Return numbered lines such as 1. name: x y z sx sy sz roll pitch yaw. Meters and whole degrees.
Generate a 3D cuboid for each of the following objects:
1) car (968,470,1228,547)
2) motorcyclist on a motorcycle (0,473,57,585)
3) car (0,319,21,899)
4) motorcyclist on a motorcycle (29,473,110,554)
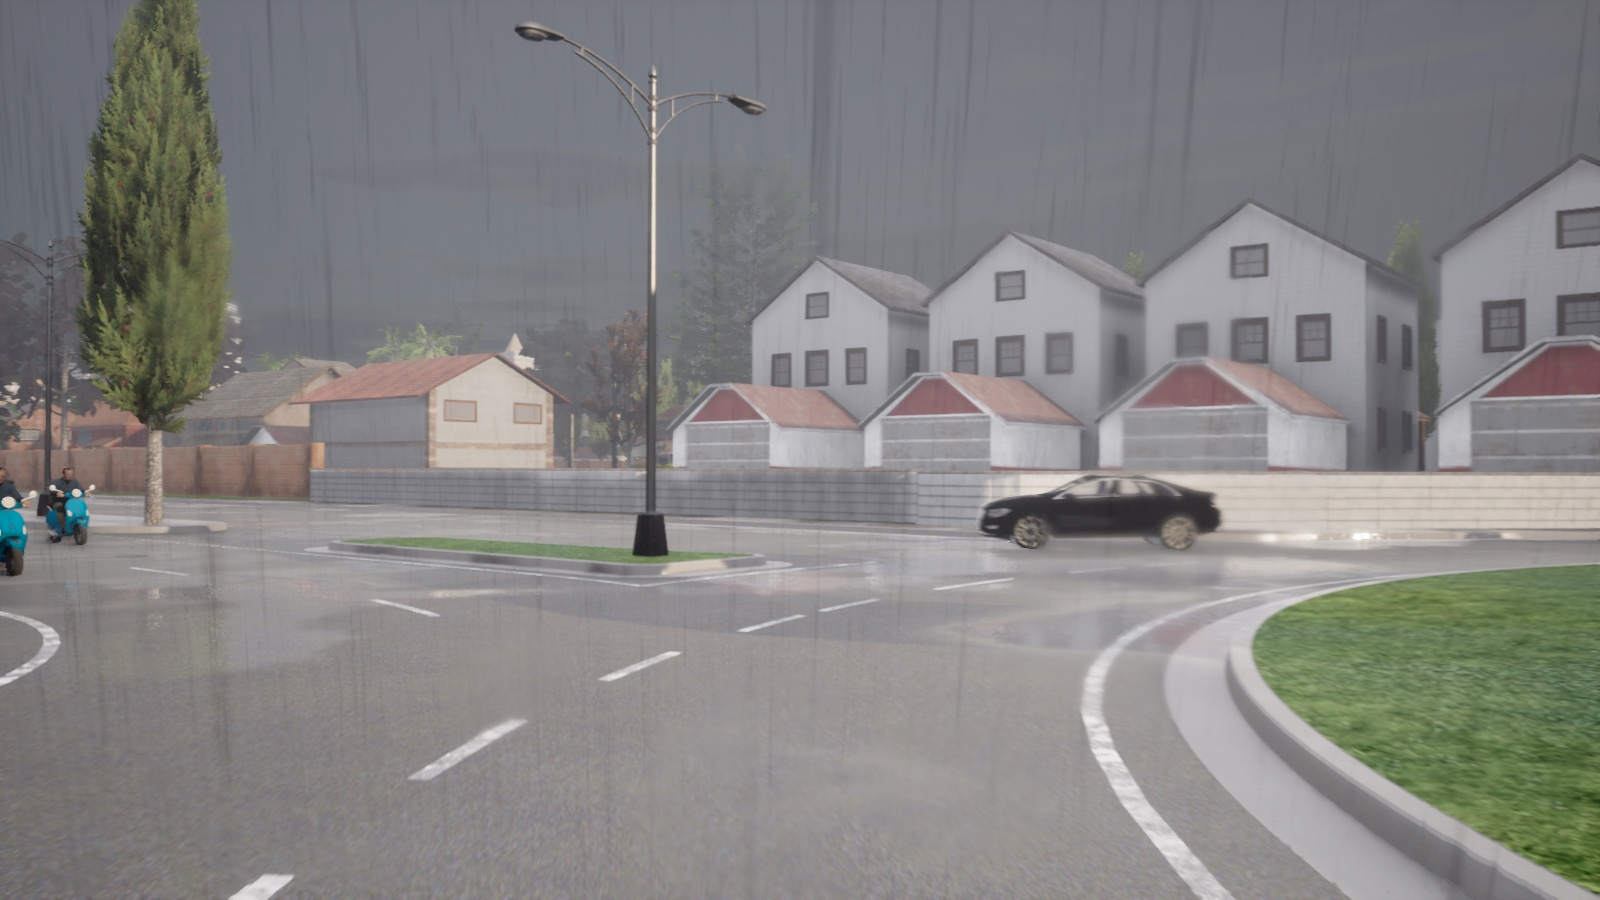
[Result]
1. car: 6.013 1.172 25.860 4.902 1.511 2.128 0 -1 3
2. motorcyclist on a motorcycle: -11.850 1.142 18.625 1.817 1.590 0.866 -1 -1 40
3. car: -3.483 0.572 1.216 2.150 2.045 5.566 0 -1 -2
4. motorcyclist on a motorcycle: -15.070 1.280 25.886 1.817 1.590 0.866 -1 -1 40
